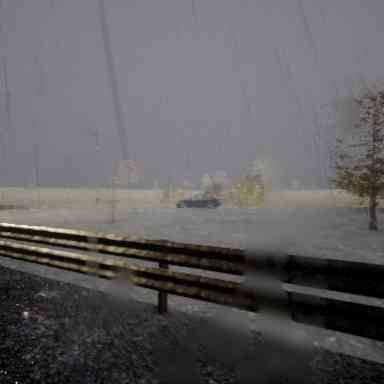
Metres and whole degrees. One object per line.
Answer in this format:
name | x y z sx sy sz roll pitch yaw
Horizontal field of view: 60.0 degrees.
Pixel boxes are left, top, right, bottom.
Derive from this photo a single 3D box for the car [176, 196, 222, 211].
car | 0.742 1.143 35.161 4.902 1.511 2.128 0 0 13
